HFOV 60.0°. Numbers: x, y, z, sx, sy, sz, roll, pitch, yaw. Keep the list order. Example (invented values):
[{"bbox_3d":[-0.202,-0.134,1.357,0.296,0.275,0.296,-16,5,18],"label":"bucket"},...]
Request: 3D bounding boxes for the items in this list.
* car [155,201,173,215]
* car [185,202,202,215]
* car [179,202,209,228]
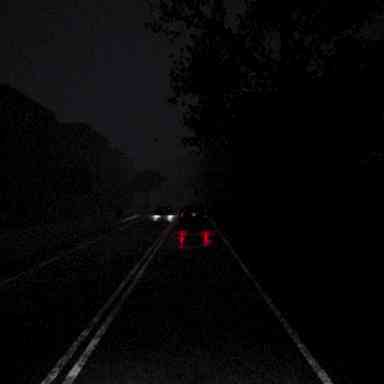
[{"bbox_3d":[-3.305,1.875,39.750,1.882,1.535,5.008,0,0,0],"label":"car"},{"bbox_3d":[0.139,1.964,41.725,2.033,1.411,5.357,0,-1,0],"label":"car"},{"bbox_3d":[0.124,1.605,24.681,2.097,1.767,4.553,0,-1,0],"label":"car"}]
